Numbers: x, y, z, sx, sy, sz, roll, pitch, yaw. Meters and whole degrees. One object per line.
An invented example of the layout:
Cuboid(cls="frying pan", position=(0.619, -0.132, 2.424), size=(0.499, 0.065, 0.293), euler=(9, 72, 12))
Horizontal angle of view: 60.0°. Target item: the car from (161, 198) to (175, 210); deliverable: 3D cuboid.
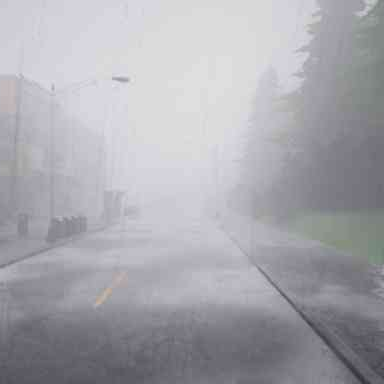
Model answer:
Cuboid(cls="car", position=(-4.068, 2.022, 57.088), size=(2.150, 2.045, 5.566), euler=(0, -1, 1))
